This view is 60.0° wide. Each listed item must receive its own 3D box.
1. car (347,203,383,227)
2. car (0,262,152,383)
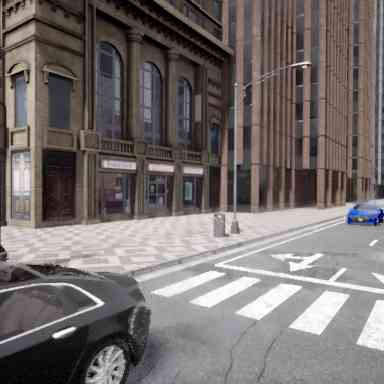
[{"bbox_3d":[12.421,1.524,23.729,1.882,1.535,5.008,1,1,35],"label":"car"},{"bbox_3d":[-2.428,1.528,2.859,1.837,1.490,4.892,1,0,35],"label":"car"}]
